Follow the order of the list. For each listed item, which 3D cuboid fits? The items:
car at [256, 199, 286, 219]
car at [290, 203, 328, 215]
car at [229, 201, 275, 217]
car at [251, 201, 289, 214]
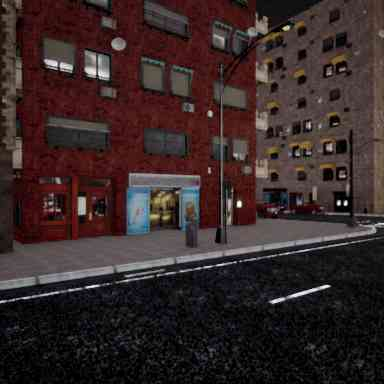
[{"bbox_3d":[6.086,1.586,32.003,2.192,1.841,5.009,-1,0,-37],"label":"car"},{"bbox_3d":[13.016,1.844,37.181,1.802,1.307,4.206,-1,0,-37],"label":"car"},{"bbox_3d":[6.398,1.785,36.141,1.882,1.535,5.008,0,-1,-37],"label":"car"},{"bbox_3d":[9.663,1.899,41.627,1.947,1.339,4.313,-1,0,-37],"label":"car"}]
